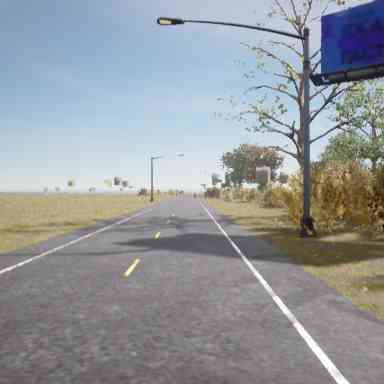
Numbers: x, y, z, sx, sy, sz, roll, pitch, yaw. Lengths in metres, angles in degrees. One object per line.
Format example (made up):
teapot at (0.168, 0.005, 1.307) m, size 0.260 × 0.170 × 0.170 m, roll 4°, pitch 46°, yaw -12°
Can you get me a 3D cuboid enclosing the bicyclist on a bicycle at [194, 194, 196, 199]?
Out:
bicyclist on a bicycle at (0.983, 1.382, 95.097) m, size 0.659 × 1.776 × 1.843 m, roll 1°, pitch 1°, yaw 0°
